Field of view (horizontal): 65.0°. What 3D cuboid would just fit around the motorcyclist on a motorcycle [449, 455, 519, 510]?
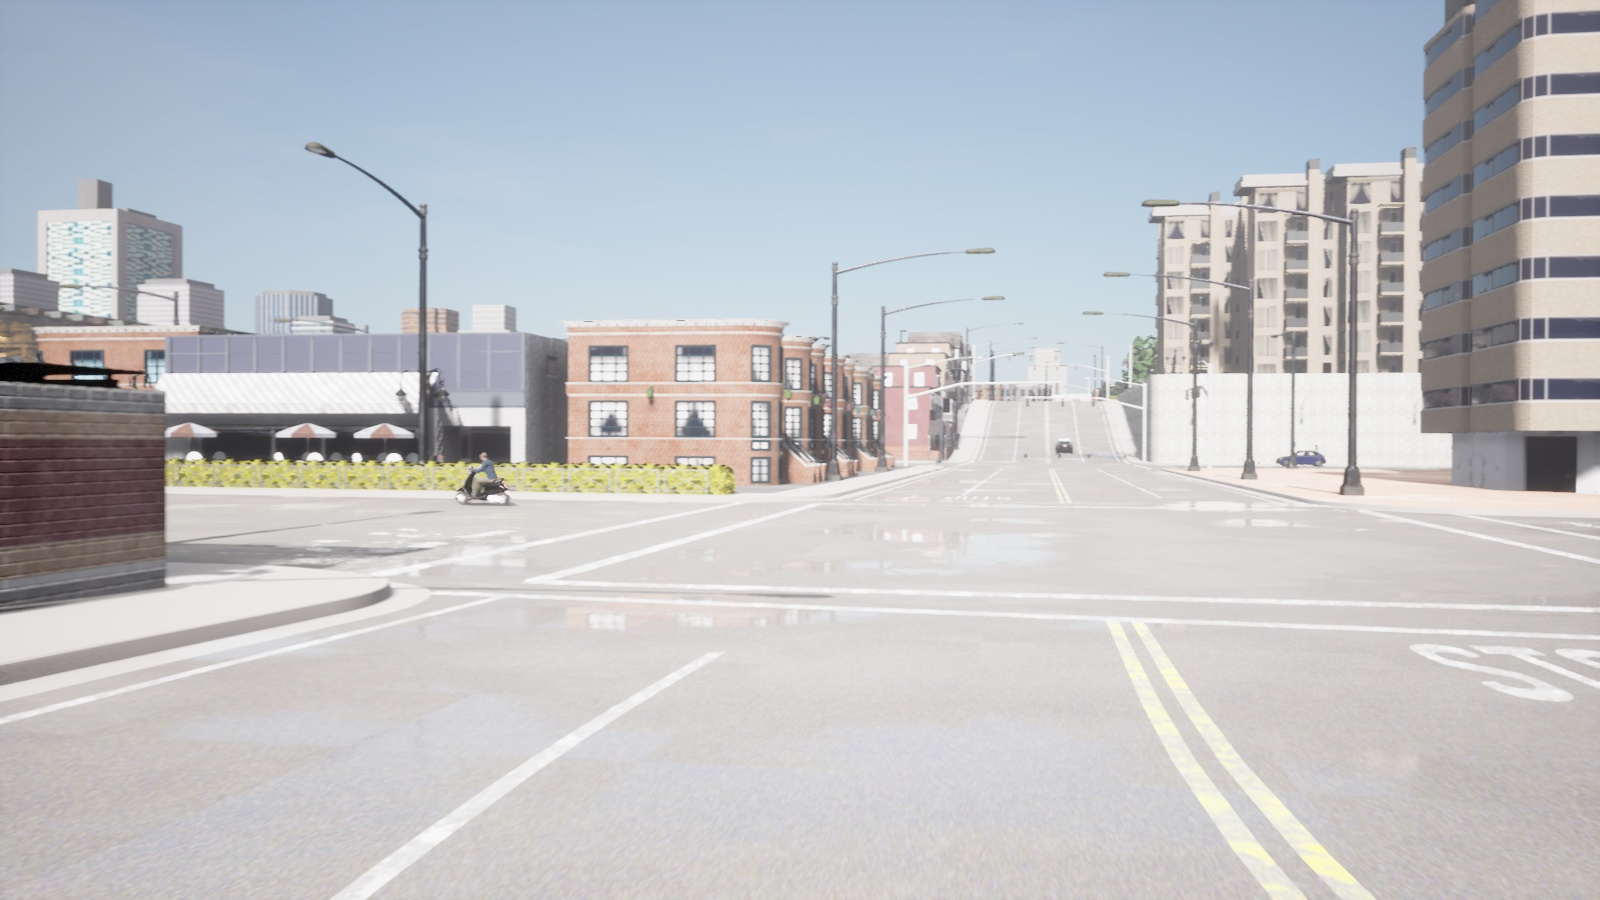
[{"bbox_3d":[-9.461,0.962,37.609,1.817,1.590,0.866,0,0,12],"label":"motorcyclist on a motorcycle"}]
